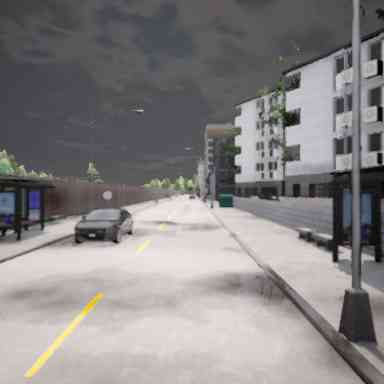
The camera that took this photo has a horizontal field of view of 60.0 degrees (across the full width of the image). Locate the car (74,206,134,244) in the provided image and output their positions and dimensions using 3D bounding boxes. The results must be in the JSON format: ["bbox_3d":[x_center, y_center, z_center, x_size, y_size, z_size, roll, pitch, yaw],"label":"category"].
[{"bbox_3d":[-4.059,1.474,16.027,1.882,1.535,5.008,0,0,0],"label":"car"}]
